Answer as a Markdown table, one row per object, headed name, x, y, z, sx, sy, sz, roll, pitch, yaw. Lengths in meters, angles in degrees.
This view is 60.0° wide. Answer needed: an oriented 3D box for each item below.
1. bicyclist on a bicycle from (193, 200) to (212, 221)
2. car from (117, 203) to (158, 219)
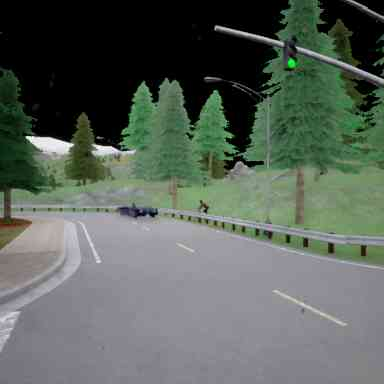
| name | x | y | z | sx | sy | sz | roll | pitch | yaw |
| --- | --- | --- | --- | --- | --- | --- | --- | --- | --- |
| bicyclist on a bicycle | 0.840 | 1.432 | 25.529 | 1.656 | 1.620 | 0.582 | -1 | 2 | -20 |
| car | -4.838 | 1.574 | 28.787 | 1.895 | 1.301 | 4.718 | 0 | 0 | -33 |
